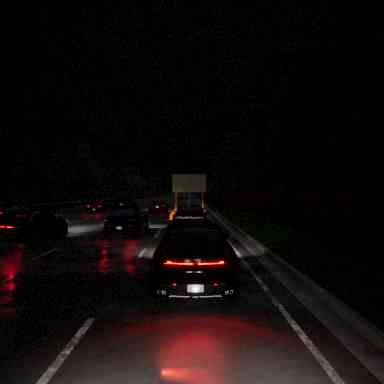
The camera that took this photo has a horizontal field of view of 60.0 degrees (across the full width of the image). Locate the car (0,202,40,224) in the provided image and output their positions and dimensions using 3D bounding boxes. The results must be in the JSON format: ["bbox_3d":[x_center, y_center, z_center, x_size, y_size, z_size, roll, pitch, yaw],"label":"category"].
[{"bbox_3d":[-14.117,1.547,26.093,2.033,1.411,5.357,0,0,0],"label":"car"}]

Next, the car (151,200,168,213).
[{"bbox_3d":[-3.701,1.563,37.262,1.994,1.385,4.181,0,0,-1],"label":"car"}]

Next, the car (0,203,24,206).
[{"bbox_3d":[-10.556,1.525,21.391,1.812,1.442,4.674,0,0,-1],"label":"car"}]

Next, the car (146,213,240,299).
[{"bbox_3d":[0.047,1.505,8.463,1.837,1.490,4.892,0,0,0],"label":"car"}]

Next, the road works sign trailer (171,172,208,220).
[{"bbox_3d":[-0.187,0.464,22.721,2.380,3.560,2.880,0,0,-3],"label":"road works sign trailer"}]

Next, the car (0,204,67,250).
[{"bbox_3d":[-7.000,1.490,14.333,2.128,1.511,4.902,0,0,0],"label":"car"}]

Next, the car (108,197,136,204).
[{"bbox_3d":[-7.186,1.351,35.671,2.097,1.767,4.553,0,0,-1],"label":"car"}]

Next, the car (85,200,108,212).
[{"bbox_3d":[-10.712,1.600,38.511,1.895,1.301,4.718,0,0,-1],"label":"car"}]

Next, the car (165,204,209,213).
[{"bbox_3d":[-0.068,1.488,18.851,2.128,1.511,4.902,0,0,1],"label":"car"}]

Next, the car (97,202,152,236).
[{"bbox_3d":[-3.533,1.525,18.295,1.812,1.442,4.674,0,0,0],"label":"car"}]
